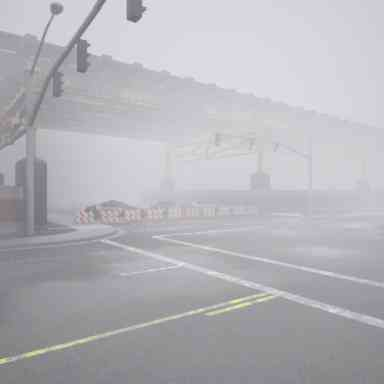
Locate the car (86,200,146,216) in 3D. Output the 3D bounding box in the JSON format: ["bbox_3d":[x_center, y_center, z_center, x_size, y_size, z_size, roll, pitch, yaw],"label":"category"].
[{"bbox_3d":[-6.261,1.295,27.605,4.536,1.218,1.853,0,0,8],"label":"car"}]

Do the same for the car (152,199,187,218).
[{"bbox_3d":[-2.462,1.453,30.280,2.038,1.542,4.974,0,0,18],"label":"car"}]

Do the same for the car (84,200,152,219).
[{"bbox_3d":[-6.209,1.453,27.598,4.974,1.542,2.038,0,0,8],"label":"car"}]

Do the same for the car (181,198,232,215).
[{"bbox_3d":[1.452,1.453,34.036,4.974,1.542,2.038,0,0,-7],"label":"car"}]

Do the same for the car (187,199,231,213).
[{"bbox_3d":[1.400,1.295,34.029,4.536,1.218,1.853,0,0,-7],"label":"car"}]

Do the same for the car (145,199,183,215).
[{"bbox_3d":[-2.446,1.295,30.329,1.853,1.218,4.536,0,0,18],"label":"car"}]
